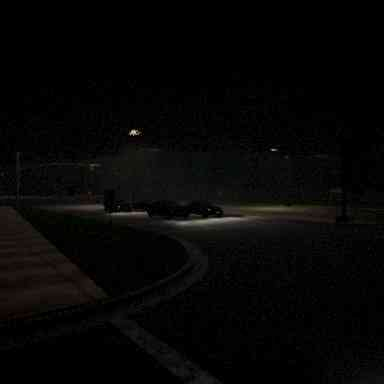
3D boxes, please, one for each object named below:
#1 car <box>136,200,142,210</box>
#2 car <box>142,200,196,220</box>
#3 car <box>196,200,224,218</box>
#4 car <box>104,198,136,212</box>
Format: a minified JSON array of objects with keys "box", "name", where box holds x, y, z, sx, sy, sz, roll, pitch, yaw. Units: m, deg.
[{"box":[-5.310,1.587,39.503,1.895,1.301,4.718,0,0,-34],"name":"car"},{"box":[-2.100,1.467,28.725,1.882,1.535,5.008,0,0,-35],"name":"car"},{"box":[0.920,1.513,30.537,1.812,1.442,4.674,0,0,-35],"name":"car"},{"box":[-8.523,1.493,38.003,1.837,1.490,4.892,0,0,-34],"name":"car"}]
